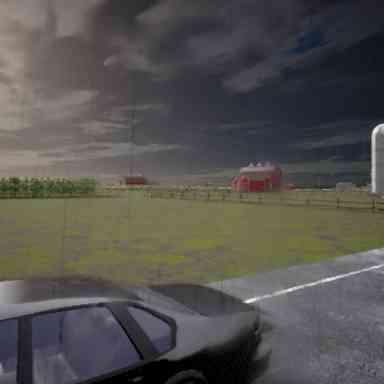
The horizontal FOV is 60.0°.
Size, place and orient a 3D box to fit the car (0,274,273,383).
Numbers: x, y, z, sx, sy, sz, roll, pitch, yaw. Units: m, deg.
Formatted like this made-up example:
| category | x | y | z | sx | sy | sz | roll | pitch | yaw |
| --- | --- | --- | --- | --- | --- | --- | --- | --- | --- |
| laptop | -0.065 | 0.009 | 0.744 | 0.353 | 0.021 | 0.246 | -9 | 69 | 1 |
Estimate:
| category | x | y | z | sx | sy | sz | roll | pitch | yaw |
| --- | --- | --- | --- | --- | --- | --- | --- | --- | --- |
| car | -1.674 | 1.547 | 2.798 | 5.357 | 1.411 | 2.033 | 0 | 0 | -35 |
